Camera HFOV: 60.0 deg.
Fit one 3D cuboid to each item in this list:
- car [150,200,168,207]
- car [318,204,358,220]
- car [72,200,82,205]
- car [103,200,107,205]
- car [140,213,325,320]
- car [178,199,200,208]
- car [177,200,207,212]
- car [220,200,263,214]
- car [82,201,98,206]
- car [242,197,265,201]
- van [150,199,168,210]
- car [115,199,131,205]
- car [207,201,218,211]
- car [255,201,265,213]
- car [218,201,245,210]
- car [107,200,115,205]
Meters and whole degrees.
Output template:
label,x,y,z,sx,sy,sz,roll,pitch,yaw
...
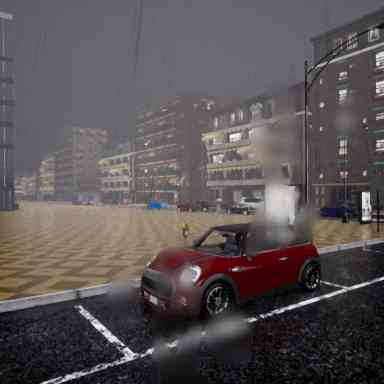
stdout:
label,x,y,z,sx,sy,sz,roll,pitch,yaw
car,-7.047,2.425,70.052,1.802,1.307,4.206,-2,0,-36
car,13.990,1.809,31.204,1.994,1.385,4.181,-1,0,-36
car,-30.181,2.863,87.673,1.887,1.381,4.507,-2,0,-36
car,-23.397,2.798,92.593,1.887,1.381,4.507,-2,0,-36
car,0.918,1.440,7.228,4.097,1.590,1.967,0,0,-36
car,-0.507,2.119,61.039,1.967,1.590,4.097,-2,0,-36
car,-0.403,2.115,46.476,1.887,1.381,4.507,-2,0,-36
car,5.683,1.969,38.007,2.008,1.369,4.403,-2,0,-36
car,-23.641,2.704,78.657,2.008,1.369,4.403,-2,0,-36
car,8.133,1.614,39.277,2.150,2.045,5.566,-1,-1,-36
van,-5.330,2.035,53.357,1.690,1.788,3.998,-2,0,-36
car,-16.860,2.529,83.577,1.967,1.590,4.097,-2,0,-36
car,1.687,2.057,48.188,1.837,1.490,4.892,-1,-1,-36
car,8.954,1.887,33.499,2.008,1.369,4.403,-2,0,-36
car,6.096,2.097,52.067,1.802,1.307,4.206,-2,0,-36
car,-20.127,2.737,88.085,1.947,1.339,4.313,-2,0,-36
